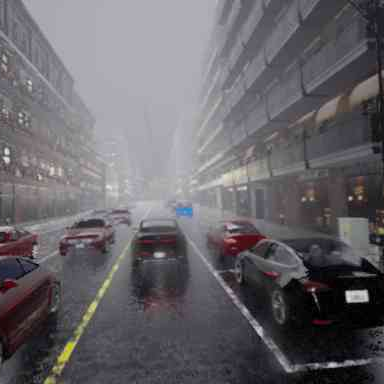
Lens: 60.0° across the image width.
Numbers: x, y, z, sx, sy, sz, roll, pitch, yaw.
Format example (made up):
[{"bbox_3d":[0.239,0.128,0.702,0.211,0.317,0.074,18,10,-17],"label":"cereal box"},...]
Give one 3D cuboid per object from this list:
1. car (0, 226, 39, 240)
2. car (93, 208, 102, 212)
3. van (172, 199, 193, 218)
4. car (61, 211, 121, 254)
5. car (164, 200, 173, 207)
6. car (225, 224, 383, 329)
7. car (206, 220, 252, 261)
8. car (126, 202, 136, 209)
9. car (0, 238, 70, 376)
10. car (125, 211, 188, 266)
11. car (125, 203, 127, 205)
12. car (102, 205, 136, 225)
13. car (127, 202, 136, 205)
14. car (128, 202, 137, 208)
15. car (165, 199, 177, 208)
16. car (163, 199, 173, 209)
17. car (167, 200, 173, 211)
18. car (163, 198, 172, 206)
[{"bbox_3d":[-6.778,1.918,11.519,1.887,1.381,4.507,-1,-1,-6],"label":"car"},{"bbox_3d":[-9.163,2.302,33.672,1.947,1.339,4.313,-1,-1,-6],"label":"car"},{"bbox_3d":[-0.837,1.796,34.538,1.690,1.788,3.998,-1,-1,-6],"label":"van"},{"bbox_3d":[-4.574,1.867,15.127,1.812,1.442,4.674,-2,-1,-6],"label":"car"},{"bbox_3d":[-5.622,2.712,79.009,1.752,1.417,4.829,-1,-1,-6],"label":"car"},{"bbox_3d":[2.150,1.568,6.842,1.947,1.339,4.313,-1,-1,-6],"label":"car"},{"bbox_3d":[1.554,1.675,12.380,1.802,1.307,4.206,-1,-1,-6],"label":"car"},{"bbox_3d":[-13.337,2.955,72.440,1.802,1.307,4.206,-1,-1,-6],"label":"car"},{"bbox_3d":[-3.493,1.741,5.073,1.994,1.385,4.181,-2,-1,-6],"label":"car"},{"bbox_3d":[-1.220,1.699,12.481,1.837,1.490,4.892,-2,-1,-6],"label":"car"},{"bbox_3d":[-10.356,2.483,44.748,1.947,1.339,4.313,-1,-1,-6],"label":"car"},{"bbox_3d":[-5.868,2.065,27.269,1.812,1.442,4.674,-2,-1,-6],"label":"car"},{"bbox_3d":[-12.742,2.826,66.903,1.887,1.381,4.507,-1,-1,-6],"label":"car"},{"bbox_3d":[-13.934,3.046,77.978,1.802,1.307,4.206,-1,-1,-6],"label":"car"},{"bbox_3d":[-4.415,2.316,67.767,2.192,1.841,5.009,-1,-1,-6],"label":"car"},{"bbox_3d":[-3.819,2.225,62.229,2.192,1.841,5.009,-1,-1,-6],"label":"car"},{"bbox_3d":[-2.025,2.181,45.610,1.887,1.381,4.507,-1,-1,-6],"label":"car"},{"bbox_3d":[-6.204,2.590,84.382,2.192,1.841,5.009,-1,-1,-6],"label":"car"}]
